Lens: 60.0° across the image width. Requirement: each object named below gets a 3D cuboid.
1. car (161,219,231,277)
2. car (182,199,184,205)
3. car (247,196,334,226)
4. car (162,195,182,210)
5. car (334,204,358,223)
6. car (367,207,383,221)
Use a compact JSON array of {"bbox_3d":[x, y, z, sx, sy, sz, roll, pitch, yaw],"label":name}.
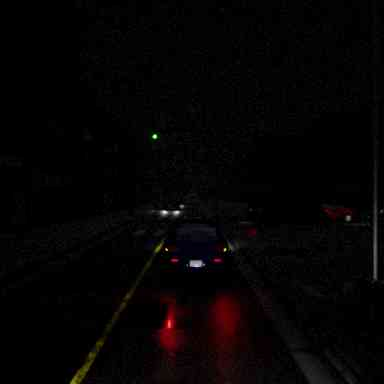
[{"bbox_3d":[0.096,1.542,10.207,1.812,1.442,4.674,0,0,0],"label":"car"},{"bbox_3d":[-2.736,1.642,65.638,2.097,1.767,4.553,0,0,0],"label":"car"},{"bbox_3d":[6.647,1.276,23.300,5.566,2.045,2.150,0,0,-11],"label":"car"},{"bbox_3d":[-2.828,1.381,45.426,2.150,2.045,5.566,0,-1,0],"label":"car"},{"bbox_3d":[10.373,1.597,25.728,4.507,1.381,1.887,0,0,0],"label":"car"},{"bbox_3d":[15.837,1.486,25.723,4.097,1.590,1.967,0,0,0],"label":"car"}]
